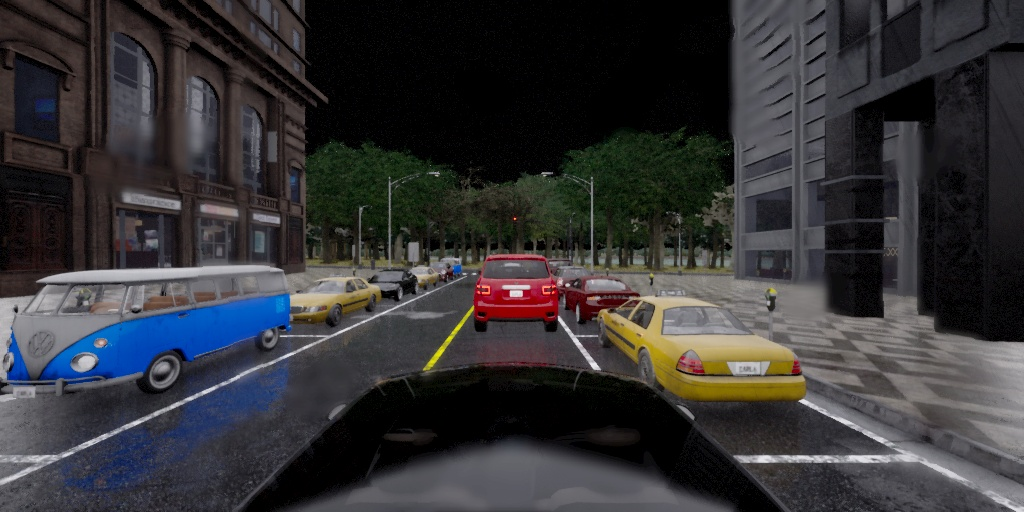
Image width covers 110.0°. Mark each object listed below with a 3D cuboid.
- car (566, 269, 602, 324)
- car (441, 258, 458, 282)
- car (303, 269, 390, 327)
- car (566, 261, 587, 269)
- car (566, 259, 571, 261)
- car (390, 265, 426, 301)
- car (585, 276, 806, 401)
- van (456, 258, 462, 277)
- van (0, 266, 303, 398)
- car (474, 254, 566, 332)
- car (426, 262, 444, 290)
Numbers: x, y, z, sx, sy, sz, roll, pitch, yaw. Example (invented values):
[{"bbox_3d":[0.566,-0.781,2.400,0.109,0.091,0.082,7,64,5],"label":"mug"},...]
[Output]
[{"bbox_3d":[2.766,1.295,11.771,1.888,1.381,4.507,0,0,0],"label":"car"},{"bbox_3d":[-5.753,1.193,28.086,1.967,1.591,4.097,0,0,0],"label":"car"},{"bbox_3d":[-5.759,1.276,11.604,1.751,1.417,4.829,0,0,0],"label":"car"},{"bbox_3d":[2.768,1.190,17.208,1.967,1.591,4.097,0,0,0],"label":"car"},{"bbox_3d":[2.770,1.066,22.646,2.192,1.841,5.009,0,0,0],"label":"car"},{"bbox_3d":[-5.757,1.317,17.211,1.948,1.339,4.313,0,0,0],"label":"car"},{"bbox_3d":[2.764,1.275,6.503,1.751,1.417,4.829,0,0,0],"label":"car"},{"bbox_3d":[-5.751,1.095,33.524,1.690,1.789,3.998,0,0,0],"label":"van"},{"bbox_3d":[-5.761,1.091,6.336,1.690,1.789,3.998,0,0,0],"label":"van"},{"bbox_3d":[0.106,0.972,11.029,2.150,2.045,5.566,0,0,0],"label":"car"},{"bbox_3d":[-5.755,1.277,22.479,1.751,1.417,4.829,0,0,0],"label":"car"}]
